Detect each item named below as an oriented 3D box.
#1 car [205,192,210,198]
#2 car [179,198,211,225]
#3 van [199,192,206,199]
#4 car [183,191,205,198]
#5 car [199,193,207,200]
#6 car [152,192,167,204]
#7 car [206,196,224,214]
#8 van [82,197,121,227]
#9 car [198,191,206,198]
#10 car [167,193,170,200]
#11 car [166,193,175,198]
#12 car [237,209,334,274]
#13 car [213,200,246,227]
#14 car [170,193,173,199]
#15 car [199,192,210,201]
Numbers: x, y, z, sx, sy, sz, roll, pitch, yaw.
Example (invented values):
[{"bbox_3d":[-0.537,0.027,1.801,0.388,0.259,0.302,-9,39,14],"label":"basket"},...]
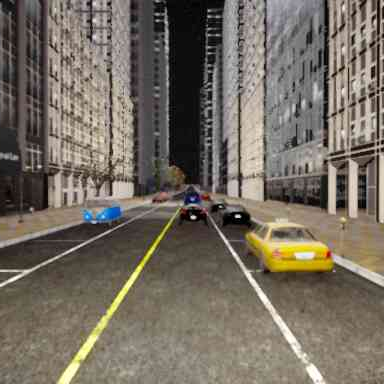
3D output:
[{"bbox_3d":[2.642,0.903,67.046,2.192,1.841,5.009,0,0,0],"label":"car"},{"bbox_3d":[0.086,1.397,22.753,1.812,1.442,4.674,0,0,0],"label":"car"},{"bbox_3d":[2.631,0.805,84.141,1.690,1.788,3.998,0,0,0],"label":"van"},{"bbox_3d":[0.072,0.990,40.177,2.150,2.045,5.566,0,1,0],"label":"car"},{"bbox_3d":[2.635,1.030,78.614,1.752,1.417,4.829,0,0,0],"label":"car"},{"bbox_3d":[-5.730,1.211,55.649,1.887,1.381,4.507,0,0,0],"label":"car"},{"bbox_3d":[2.665,1.377,32.858,1.947,1.339,4.313,0,0,0],"label":"car"},{"bbox_3d":[-5.710,1.220,21.459,1.690,1.788,3.998,0,0,0],"label":"van"},{"bbox_3d":[2.628,0.736,89.839,2.192,1.841,5.009,0,0,0],"label":"car"},{"bbox_3d":[-5.735,0.942,61.346,2.192,1.841,5.009,0,0,0],"label":"car"},{"bbox_3d":[-5.753,0.971,89.838,2.008,1.369,4.403,0,0,0],"label":"car"},{"bbox_3d":[2.680,1.469,10.235,1.752,1.417,4.829,0,0,0],"label":"car"},{"bbox_3d":[2.672,1.445,21.462,1.947,1.339,4.313,0,0,0],"label":"car"},{"bbox_3d":[-5.742,0.987,72.742,1.967,1.590,4.097,0,0,0],"label":"car"},{"bbox_3d":[2.638,0.862,72.744,2.192,1.841,5.009,0,0,0],"label":"car"}]
